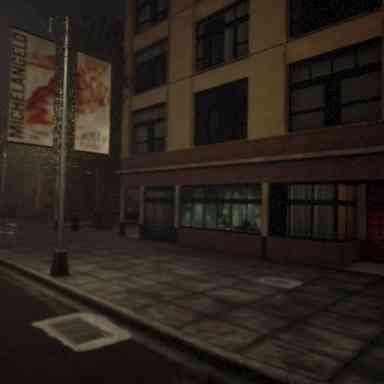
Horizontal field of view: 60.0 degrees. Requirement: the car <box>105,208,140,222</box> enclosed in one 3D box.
[{"bbox_3d":[-7.586,2.610,37.924,2.128,1.511,4.902,-1,-3,45],"label":"car"}]
